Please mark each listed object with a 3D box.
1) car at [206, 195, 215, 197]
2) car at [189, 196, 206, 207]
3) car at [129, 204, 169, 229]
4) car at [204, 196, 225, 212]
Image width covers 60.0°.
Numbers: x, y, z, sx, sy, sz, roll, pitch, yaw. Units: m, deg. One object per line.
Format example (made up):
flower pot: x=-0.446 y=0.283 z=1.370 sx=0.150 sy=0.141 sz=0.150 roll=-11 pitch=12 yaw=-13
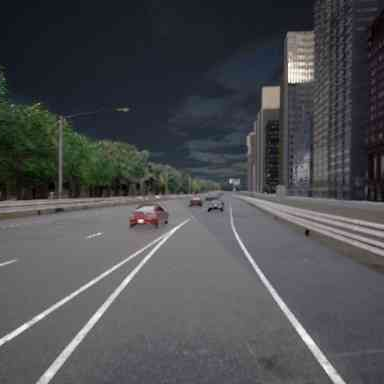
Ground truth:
car: x=4.047 y=1.628 z=82.266 sx=1.837 sy=1.490 sz=4.892 roll=1 pitch=0 yaw=6
car: x=0.728 y=1.526 z=52.024 sx=1.882 sy=1.535 sz=5.008 roll=1 pitch=0 yaw=6
car: x=-2.705 y=1.519 z=21.534 sx=1.812 sy=1.442 sz=4.674 roll=0 pitch=0 yaw=6
car: x=2.999 y=1.608 z=40.760 sx=2.033 sy=1.411 sz=5.357 roll=0 pitch=0 yaw=7
